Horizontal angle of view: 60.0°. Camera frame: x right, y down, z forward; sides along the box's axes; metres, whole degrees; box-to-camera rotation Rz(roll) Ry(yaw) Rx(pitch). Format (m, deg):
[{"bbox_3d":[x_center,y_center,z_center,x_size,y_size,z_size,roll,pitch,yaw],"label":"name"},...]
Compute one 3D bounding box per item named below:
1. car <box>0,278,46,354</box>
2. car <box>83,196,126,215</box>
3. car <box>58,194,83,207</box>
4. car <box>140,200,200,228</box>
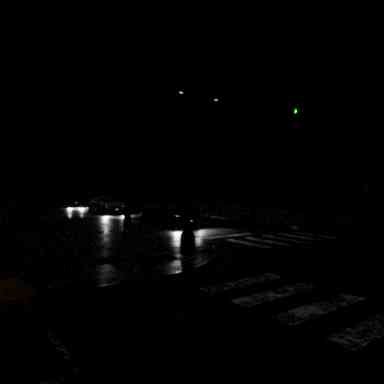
[{"bbox_3d":[-4.263,1.525,3.620,4.829,1.417,1.752,0,0,-35],"label":"car"},{"bbox_3d":[-7.181,1.042,27.747,1.812,1.442,4.674,0,1,-36],"label":"car"},{"bbox_3d":[-13.129,0.897,36.073,1.994,1.385,4.181,0,1,-35],"label":"car"},{"bbox_3d":[-1.454,1.225,19.741,1.812,1.442,4.674,0,1,-37],"label":"car"}]
